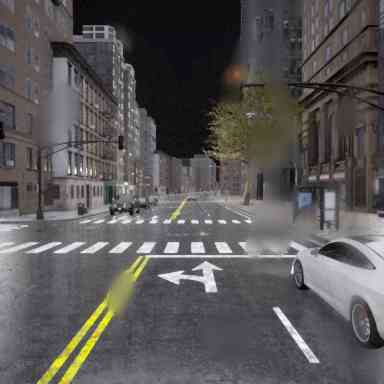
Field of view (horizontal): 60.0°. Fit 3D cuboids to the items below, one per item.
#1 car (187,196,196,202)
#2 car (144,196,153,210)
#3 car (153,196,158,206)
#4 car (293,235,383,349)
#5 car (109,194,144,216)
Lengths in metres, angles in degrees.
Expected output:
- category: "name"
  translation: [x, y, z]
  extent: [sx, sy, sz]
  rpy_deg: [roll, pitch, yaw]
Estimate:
- category: "car"
  translation: [-0.042, 1.436, 73.490]
  extent: [1.895, 1.301, 4.718]
  rpy_deg: [0, 0, 0]
- category: "car"
  translation: [-6.626, 1.436, 43.352]
  extent: [1.882, 1.535, 5.008]
  rpy_deg: [0, 0, 0]
- category: "car"
  translation: [-6.624, 1.420, 53.670]
  extent: [2.128, 1.511, 4.902]
  rpy_deg: [0, 0, 0]
- category: "car"
  translation: [3.346, 1.524, 6.128]
  extent: [1.812, 1.442, 4.674]
  rpy_deg: [0, 0, 0]
- category: "car"
  translation: [-6.592, 1.197, 33.241]
  extent: [2.150, 2.045, 5.566]
  rpy_deg: [0, 0, 1]
